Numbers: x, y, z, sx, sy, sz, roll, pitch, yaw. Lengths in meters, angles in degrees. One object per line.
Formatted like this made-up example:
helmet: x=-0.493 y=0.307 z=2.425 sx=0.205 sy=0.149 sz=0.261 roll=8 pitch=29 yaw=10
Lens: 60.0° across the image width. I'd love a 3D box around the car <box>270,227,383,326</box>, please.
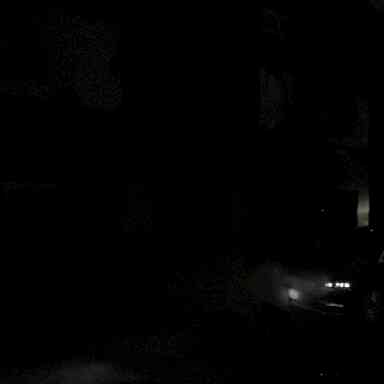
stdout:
car: x=3.799 y=1.573 z=7.313 sx=4.902 sy=1.511 sz=2.128 roll=1 pitch=-1 yaw=-36
